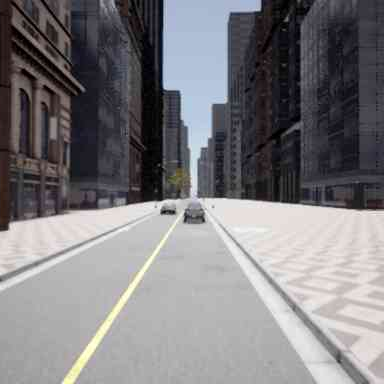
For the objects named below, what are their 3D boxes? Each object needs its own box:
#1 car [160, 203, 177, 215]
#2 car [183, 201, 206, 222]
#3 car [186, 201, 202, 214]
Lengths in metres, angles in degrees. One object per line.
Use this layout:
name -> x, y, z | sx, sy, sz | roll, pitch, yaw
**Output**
car -> -2.775, 2.003, 40.567 | 2.033, 1.411, 5.357 | 0, -1, 0
car -> 0.218, 1.819, 29.569 | 2.128, 1.511, 4.902 | 0, -1, 1
car -> 0.293, 1.955, 43.706 | 1.882, 1.535, 5.008 | 0, 0, 1
